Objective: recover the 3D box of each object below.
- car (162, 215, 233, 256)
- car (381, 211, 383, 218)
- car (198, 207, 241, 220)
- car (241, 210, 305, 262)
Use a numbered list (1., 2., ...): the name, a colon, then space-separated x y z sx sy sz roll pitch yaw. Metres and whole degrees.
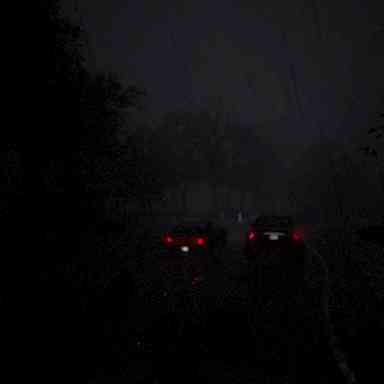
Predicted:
1. car: 0.345 1.902 14.646 1.895 1.301 4.718 0 -1 16
2. car: 30.030 3.131 49.048 5.008 1.535 1.882 3 -2 -29
3. car: 3.252 2.297 35.762 5.357 1.411 2.033 0 -1 -4
4. car: 3.353 1.644 13.630 2.097 1.767 4.553 0 -1 14
